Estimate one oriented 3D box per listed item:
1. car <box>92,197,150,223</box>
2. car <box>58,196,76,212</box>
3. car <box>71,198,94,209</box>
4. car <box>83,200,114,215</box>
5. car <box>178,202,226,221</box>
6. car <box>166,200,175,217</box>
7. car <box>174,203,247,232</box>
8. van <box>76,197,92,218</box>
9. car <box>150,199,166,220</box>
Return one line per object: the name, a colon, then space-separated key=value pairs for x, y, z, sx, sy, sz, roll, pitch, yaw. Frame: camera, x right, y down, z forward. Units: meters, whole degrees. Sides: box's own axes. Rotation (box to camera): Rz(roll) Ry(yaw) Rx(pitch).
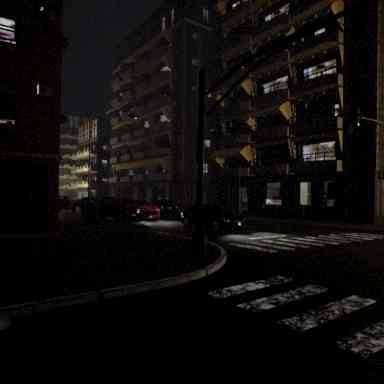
car: x=-5.543 y=1.310 z=25.439 sx=2.192 sy=1.841 sz=5.009 roll=1 pitch=-1 yaw=-35
car: x=-15.209 y=1.368 z=39.091 sx=2.192 sy=1.841 sz=5.009 roll=1 pitch=-1 yaw=-35
car: x=-16.744 y=1.684 z=50.609 sx=1.882 sy=1.535 sz=5.008 roll=1 pitch=-1 yaw=-35
car: x=-10.250 y=1.650 z=36.360 sx=1.994 sy=1.385 sz=4.181 roll=1 pitch=-1 yaw=-35
car: x=0.785 y=1.686 z=30.130 sx=1.752 sy=1.417 sz=4.829 roll=1 pitch=-1 yaw=-35
car: x=-3.197 y=1.472 z=31.498 sx=2.097 sy=1.767 sz=4.553 roll=1 pitch=-1 yaw=-35
car: x=1.190 y=1.527 z=20.251 sx=1.837 sy=1.490 sz=4.892 roll=1 pitch=-1 yaw=-36
van: x=-8.766 y=1.354 z=29.990 sx=1.690 sy=1.788 sz=3.998 roll=1 pitch=-1 yaw=-35
car: x=-4.540 y=1.404 z=28.296 sx=2.097 sy=1.767 sz=4.553 roll=1 pitch=-1 yaw=-35
